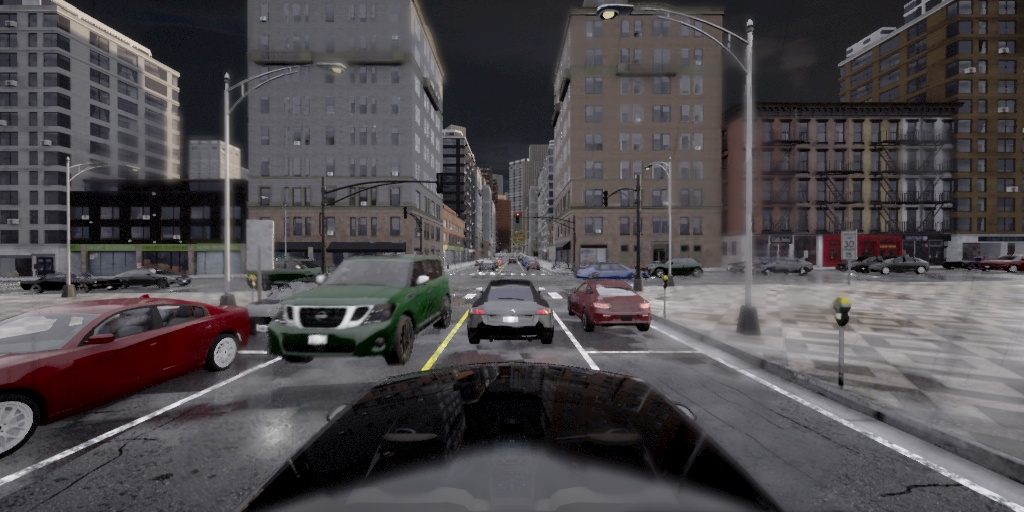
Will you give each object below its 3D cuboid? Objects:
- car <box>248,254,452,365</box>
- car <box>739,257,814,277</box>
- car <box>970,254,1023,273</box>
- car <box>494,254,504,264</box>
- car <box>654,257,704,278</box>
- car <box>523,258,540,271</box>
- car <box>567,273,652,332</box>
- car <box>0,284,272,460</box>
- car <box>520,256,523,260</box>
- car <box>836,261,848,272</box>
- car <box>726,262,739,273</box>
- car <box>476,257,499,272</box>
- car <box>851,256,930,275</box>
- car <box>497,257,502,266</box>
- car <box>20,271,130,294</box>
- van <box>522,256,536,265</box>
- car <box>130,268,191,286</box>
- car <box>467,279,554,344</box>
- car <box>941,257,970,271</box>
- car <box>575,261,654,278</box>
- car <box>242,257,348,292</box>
[{"bbox_3d":[-2.927,0.972,8.401,2.150,2.045,5.566,0,0,3],"label":"car"},{"bbox_3d":[22.281,0.888,29.920,4.902,1.511,2.128,-1,0,0],"label":"car"},{"bbox_3d":[42.186,0.603,29.921,5.008,1.535,1.882,-1,0,0],"label":"car"},{"bbox_3d":[-2.980,0.968,65.157,2.097,1.767,4.553,0,0,1],"label":"car"},{"bbox_3d":[13.327,0.875,29.902,4.553,1.767,2.097,-1,0,0],"label":"car"},{"bbox_3d":[2.786,1.256,47.808,1.802,1.307,4.207,0,0,0],"label":"car"},{"bbox_3d":[2.717,1.330,10.596,1.802,1.307,4.207,0,0,0],"label":"car"},{"bbox_3d":[-5.777,1.294,4.907,1.888,1.381,4.507,0,0,0],"label":"car"},{"bbox_3d":[2.837,1.202,64.468,1.802,1.307,4.207,0,0,0],"label":"car"},{"bbox_3d":[32.866,0.739,33.185,4.892,1.490,1.837,-1,0,0],"label":"car"},{"bbox_3d":[22.516,0.868,33.171,4.902,1.511,2.128,-1,0,0],"label":"car"},{"bbox_3d":[-3.079,1.207,45.598,1.812,1.442,4.674,0,0,2],"label":"car"},{"bbox_3d":[31.745,0.771,29.932,4.892,1.490,1.837,-1,0,0],"label":"car"},{"bbox_3d":[-3.047,1.199,55.248,2.033,1.411,5.357,0,0,0],"label":"car"},{"bbox_3d":[-28.174,1.725,23.124,4.718,1.301,1.895,-1,0,0],"label":"car"},{"bbox_3d":[2.803,0.998,53.360,1.690,1.789,3.998,0,0,0],"label":"van"},{"bbox_3d":[-26.447,1.612,26.381,4.674,1.442,1.812,-1,0,0],"label":"car"},{"bbox_3d":[-0.036,1.312,9.598,1.994,1.385,4.181,0,0,0],"label":"car"},{"bbox_3d":[42.977,0.699,33.170,4.718,1.301,1.895,-1,0,0],"label":"car"},{"bbox_3d":[7.233,1.176,26.445,5.357,1.411,2.033,-1,0,0],"label":"car"},{"bbox_3d":[-13.782,1.161,22.979,5.566,2.045,2.150,-1,0,3],"label":"car"}]
